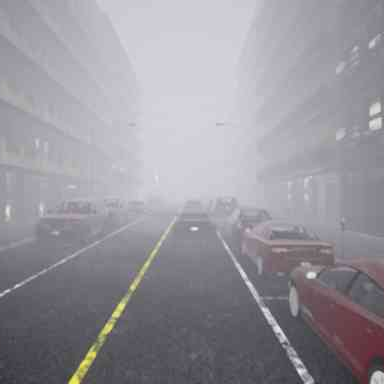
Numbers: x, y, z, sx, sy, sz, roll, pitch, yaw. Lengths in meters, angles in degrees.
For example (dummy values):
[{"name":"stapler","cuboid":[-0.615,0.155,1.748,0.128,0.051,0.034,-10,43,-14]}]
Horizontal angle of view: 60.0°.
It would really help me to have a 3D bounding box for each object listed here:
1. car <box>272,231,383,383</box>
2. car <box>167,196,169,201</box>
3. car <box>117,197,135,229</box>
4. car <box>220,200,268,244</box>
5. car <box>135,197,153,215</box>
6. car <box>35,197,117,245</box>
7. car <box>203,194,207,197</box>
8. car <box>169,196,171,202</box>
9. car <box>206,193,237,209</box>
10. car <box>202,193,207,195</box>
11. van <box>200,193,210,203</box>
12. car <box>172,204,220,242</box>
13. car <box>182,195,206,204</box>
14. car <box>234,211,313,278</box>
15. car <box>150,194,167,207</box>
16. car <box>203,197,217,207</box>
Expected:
[{"name":"car","cuboid":[2.585,1.528,4.285,1.887,1.381,4.507,1,0,0]},{"name":"car","cuboid":[-5.283,1.403,54.123,1.887,1.381,4.507,1,0,0]},{"name":"car","cuboid":[-5.285,1.242,20.938,2.192,1.841,5.009,1,0,0]},{"name":"car","cuboid":[2.598,1.385,15.347,1.967,1.590,4.097,1,0,0]},{"name":"car","cuboid":[-5.288,1.462,32.002,1.947,1.339,4.313,1,0,0]},{"name":"car","cuboid":[-5.287,1.260,15.409,2.192,1.841,5.009,1,0,0]},{"name":"car","cuboid":[2.562,1.325,37.471,1.967,1.590,4.097,1,0,0]},{"name":"car","cuboid":[-5.280,1.432,70.717,1.802,1.307,4.206,1,0,0]},{"name":"car","cuboid":[2.562,1.226,26.408,2.192,1.841,5.009,1,0,0]},{"name":"car","cuboid":[2.570,1.170,59.597,2.192,1.841,5.009,1,0,0]},{"name":"van","cuboid":[2.570,1.193,65.129,1.690,1.788,3.998,1,0,0]},{"name":"car","cuboid":[0.105,1.507,15.943,1.994,1.385,4.181,0,0,0]},{"name":"car","cuboid":[0.112,1.398,33.363,1.837,1.490,4.892,0,0,0]},{"name":"car","cuboid":[2.587,1.508,9.815,1.887,1.381,4.507,1,0,0]},{"name":"car","cuboid":[-5.279,1.180,48.591,2.192,1.841,5.009,1,0,0]},{"name":"car","cuboid":[2.562,1.447,48.534,1.802,1.307,4.206,1,0,0]}]
